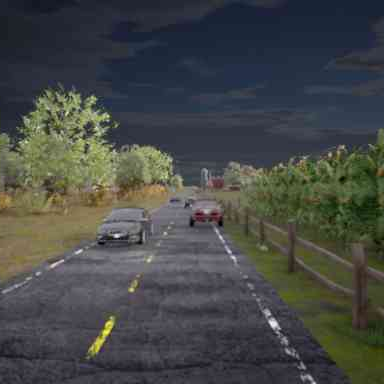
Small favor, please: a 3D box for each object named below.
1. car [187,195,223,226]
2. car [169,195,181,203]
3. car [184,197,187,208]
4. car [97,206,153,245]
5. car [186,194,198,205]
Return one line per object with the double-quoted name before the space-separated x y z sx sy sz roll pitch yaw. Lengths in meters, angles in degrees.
"car" 0.898 1.228 22.241 2.097 1.767 4.553 0 0 1
"car" -2.803 1.195 57.056 2.033 1.411 5.357 0 0 1
"car" 0.013 1.255 42.316 1.837 1.490 4.892 0 1 0
"car" -2.852 1.424 15.028 1.837 1.490 4.892 0 0 0
"car" -0.004 1.179 53.323 1.837 1.490 4.892 0 0 0
